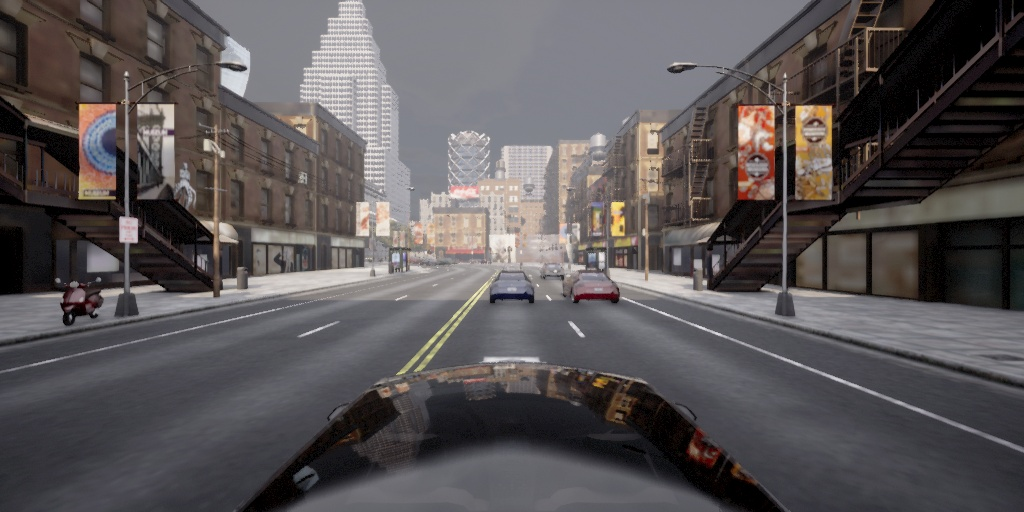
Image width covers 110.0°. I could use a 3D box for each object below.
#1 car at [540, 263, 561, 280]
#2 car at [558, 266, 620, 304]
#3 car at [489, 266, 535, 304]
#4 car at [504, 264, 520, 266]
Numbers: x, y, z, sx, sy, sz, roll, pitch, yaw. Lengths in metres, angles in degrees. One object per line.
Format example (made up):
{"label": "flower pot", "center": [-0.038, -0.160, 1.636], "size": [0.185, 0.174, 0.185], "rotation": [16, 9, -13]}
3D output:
{"label": "car", "center": [3.500, 1.311, 31.500], "size": [2.033, 1.411, 5.357], "rotation": [0, 0, 0]}
{"label": "car", "center": [3.500, 1.320, 16.500], "size": [1.994, 1.385, 4.181], "rotation": [0, 0, 0]}
{"label": "car", "center": [0.000, 1.320, 16.500], "size": [1.994, 1.385, 4.181], "rotation": [0, 0, 0]}
{"label": "car", "center": [0.000, 1.364, 31.530], "size": [1.895, 1.301, 4.718], "rotation": [0, 0, 0]}
